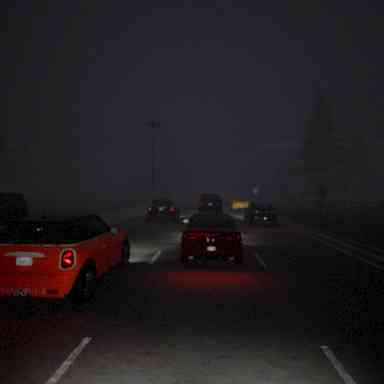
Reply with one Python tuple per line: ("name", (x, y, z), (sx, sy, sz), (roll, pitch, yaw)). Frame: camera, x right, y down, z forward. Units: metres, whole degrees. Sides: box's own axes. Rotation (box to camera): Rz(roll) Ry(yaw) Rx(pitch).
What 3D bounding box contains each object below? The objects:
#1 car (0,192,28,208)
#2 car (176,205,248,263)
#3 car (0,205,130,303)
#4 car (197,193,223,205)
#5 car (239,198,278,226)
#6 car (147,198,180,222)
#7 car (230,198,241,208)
("car", (-10.751, 1.031, 17.341), (2.150, 2.045, 5.566), (1, 0, 3))
("car", (0.681, 1.447, 11.913), (1.882, 1.535, 5.008), (1, 0, 3))
("car", (-2.990, 1.288, 8.238), (2.097, 1.767, 4.553), (1, 0, 3))
("car", (1.682, 1.142, 30.672), (2.150, 2.045, 5.566), (1, 0, 3))
("car", (4.806, 1.474, 23.662), (2.128, 1.511, 4.902), (1, 0, 3))
("car", (-2.087, 1.242, 25.785), (2.097, 1.767, 4.553), (1, 0, 3))
("car", (5.695, 1.417, 40.144), (1.882, 1.535, 5.008), (1, 0, 3))
